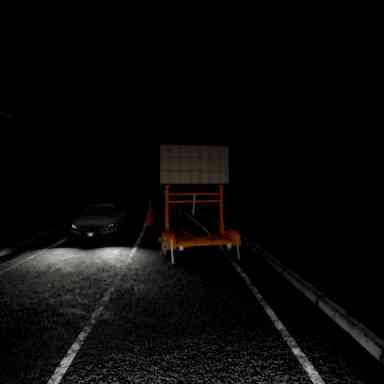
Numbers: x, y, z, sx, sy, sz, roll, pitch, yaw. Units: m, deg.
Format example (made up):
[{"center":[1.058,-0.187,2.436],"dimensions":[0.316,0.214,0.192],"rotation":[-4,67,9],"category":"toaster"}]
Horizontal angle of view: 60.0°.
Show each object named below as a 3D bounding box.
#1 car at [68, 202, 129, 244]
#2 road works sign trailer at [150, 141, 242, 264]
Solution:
[{"center":[-3.765,1.182,14.065],"dimensions":[1.812,1.442,4.674],"rotation":[0,1,-5],"category":"car"},{"center":[0.041,0.175,10.817],"dimensions":[2.380,3.560,2.880],"rotation":[-1,1,-16],"category":"road works sign trailer"}]
